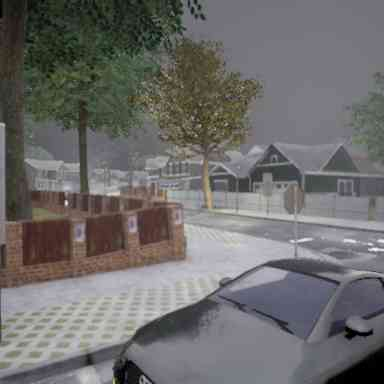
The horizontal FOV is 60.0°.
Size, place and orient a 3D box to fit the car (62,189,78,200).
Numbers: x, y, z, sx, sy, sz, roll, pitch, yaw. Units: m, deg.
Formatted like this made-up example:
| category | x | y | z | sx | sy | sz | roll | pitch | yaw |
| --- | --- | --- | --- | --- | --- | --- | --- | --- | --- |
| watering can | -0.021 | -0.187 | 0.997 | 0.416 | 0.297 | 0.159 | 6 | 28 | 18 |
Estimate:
| category | x | y | z | sx | sy | sz | roll | pitch | yaw |
| --- | --- | --- | --- | --- | --- | --- | --- | --- | --- |
| car | -17.540 | 0.369 | 47.367 | 1.837 | 1.490 | 4.892 | 0 | 2 | -31 |

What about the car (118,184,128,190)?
| category | x | y | z | sx | sy | sz | roll | pitch | yaw |
| --- | --- | --- | --- | --- | --- | --- | --- | --- | --- |
| car | -19.146 | -1.200 | 91.880 | 1.812 | 1.442 | 4.674 | 0 | 2 | -1 |

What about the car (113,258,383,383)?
| category | x | y | z | sx | sy | sz | roll | pitch | yaw |
| --- | --- | --- | --- | --- | --- | --- | --- | --- | --- |
| car | 1.265 | 1.543 | 3.799 | 4.181 | 1.385 | 1.994 | -1 | 0 | -35 |
